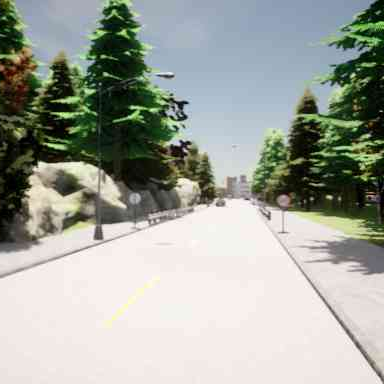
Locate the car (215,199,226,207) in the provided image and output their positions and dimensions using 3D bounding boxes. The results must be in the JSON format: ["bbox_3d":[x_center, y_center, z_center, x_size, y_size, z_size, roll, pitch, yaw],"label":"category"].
[{"bbox_3d":[5.480,2.139,62.855,1.837,1.490,4.892,1,-1,9],"label":"car"}]
